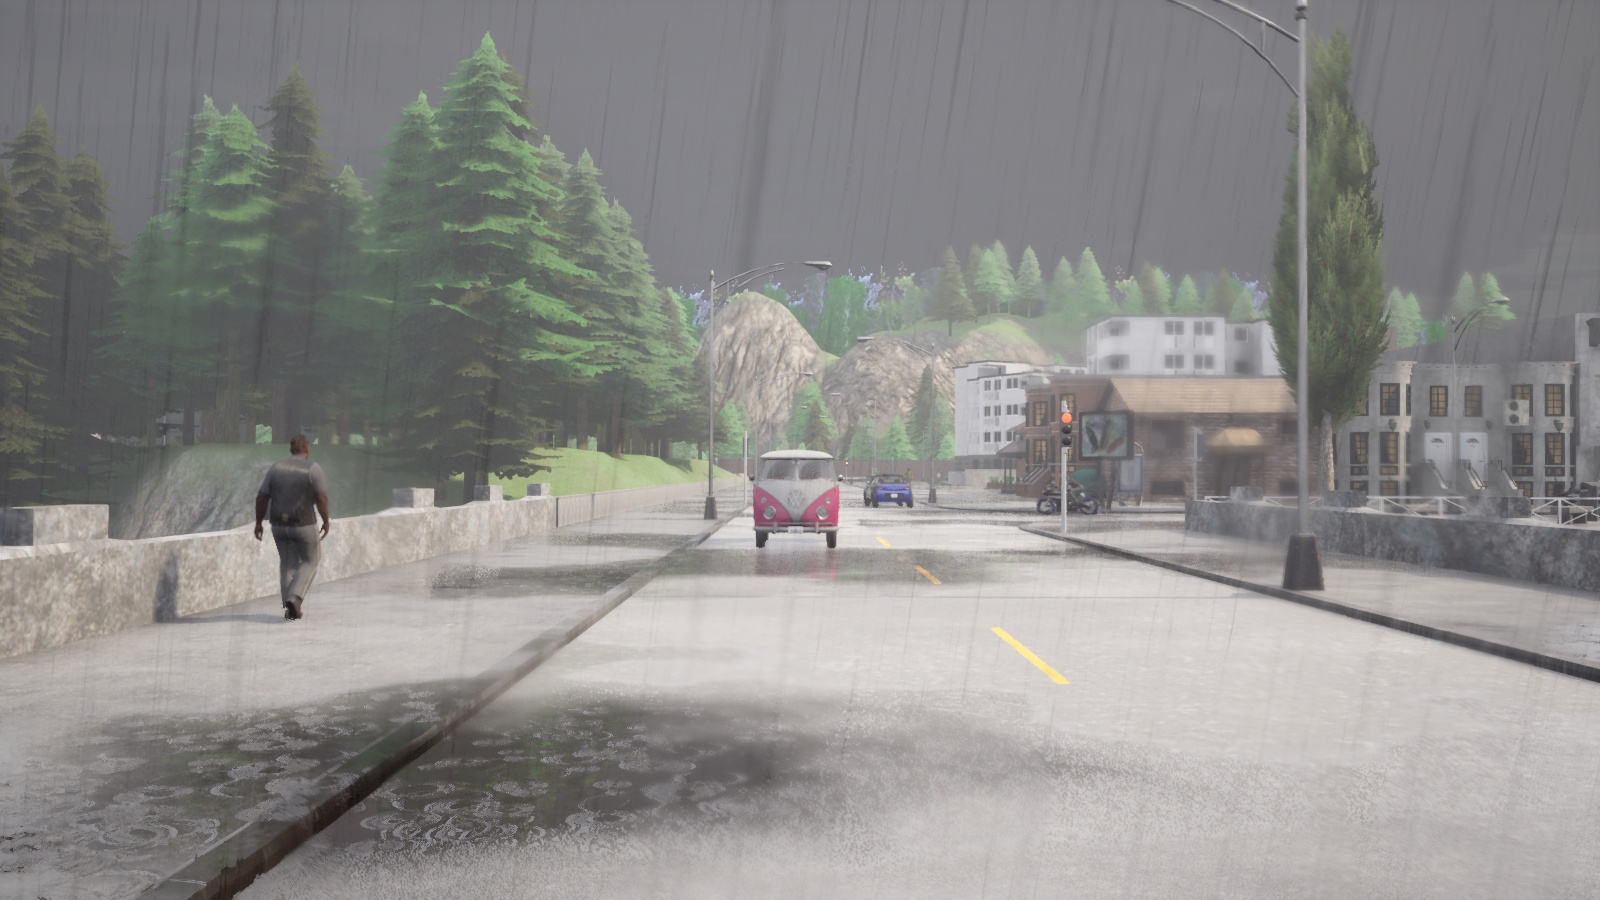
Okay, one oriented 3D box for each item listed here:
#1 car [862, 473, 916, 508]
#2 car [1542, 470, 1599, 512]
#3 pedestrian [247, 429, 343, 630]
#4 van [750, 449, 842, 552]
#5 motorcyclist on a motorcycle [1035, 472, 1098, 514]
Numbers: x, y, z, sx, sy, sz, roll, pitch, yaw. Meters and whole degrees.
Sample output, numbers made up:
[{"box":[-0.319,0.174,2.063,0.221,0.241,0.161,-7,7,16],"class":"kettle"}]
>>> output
[{"box":[3.868,1.740,55.326,1.816,1.474,4.193,0,-1,-4],"class":"car"},{"box":[29.661,1.476,45.753,4.193,1.474,1.816,0,-1,0],"class":"car"},{"box":[-4.890,0.749,12.203,0.563,1.883,0.849,0,-1,3],"class":"pedestrian"},{"box":[-0.059,1.012,26.532,1.775,1.987,4.442,0,-1,0],"class":"van"},{"box":[9.726,1.579,45.933,2.191,1.530,0.866,0,-2,7],"class":"motorcyclist on a motorcycle"}]
